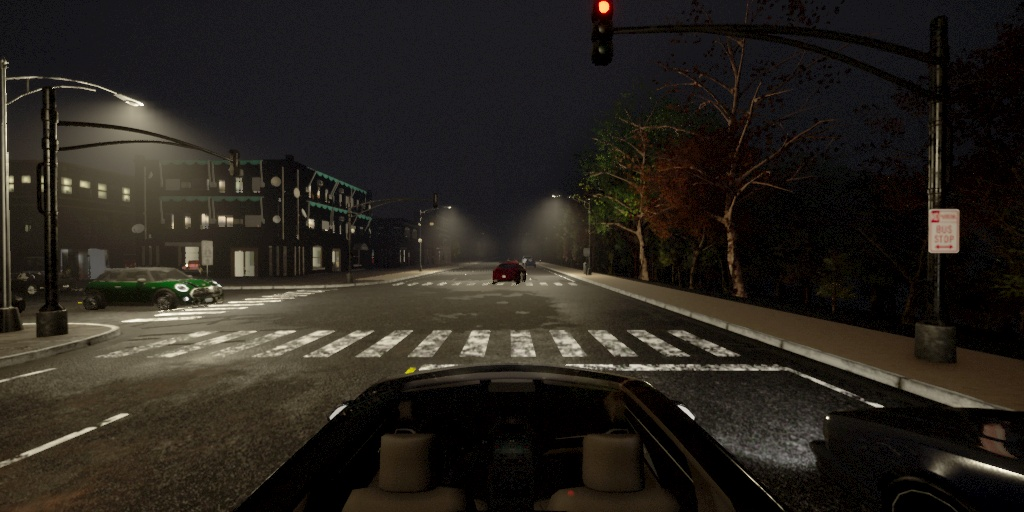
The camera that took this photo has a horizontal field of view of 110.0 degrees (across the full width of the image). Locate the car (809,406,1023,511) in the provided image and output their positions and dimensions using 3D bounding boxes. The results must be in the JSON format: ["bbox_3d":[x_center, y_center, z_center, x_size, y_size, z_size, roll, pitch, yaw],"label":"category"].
[{"bbox_3d":[3.353,1.298,0.412,2.033,1.411,5.357,0,0,0],"label":"car"}]

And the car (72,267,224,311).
[{"bbox_3d":[-14.835,1.264,15.005,4.553,1.767,2.097,-1,1,3],"label":"car"}]

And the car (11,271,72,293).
[{"bbox_3d":[-28.319,1.557,21.022,4.403,1.370,2.007,0,0,0],"label":"car"}]

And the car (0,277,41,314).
[{"bbox_3d":[-19.969,1.563,12.526,4.313,1.339,1.948,0,0,0],"label":"car"}]

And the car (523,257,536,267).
[{"bbox_3d":[3.229,1.265,63.193,2.033,1.411,5.357,0,0,0],"label":"car"}]

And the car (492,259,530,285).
[{"bbox_3d":[-0.145,1.217,26.289,1.882,1.535,5.008,1,0,9],"label":"car"}]
